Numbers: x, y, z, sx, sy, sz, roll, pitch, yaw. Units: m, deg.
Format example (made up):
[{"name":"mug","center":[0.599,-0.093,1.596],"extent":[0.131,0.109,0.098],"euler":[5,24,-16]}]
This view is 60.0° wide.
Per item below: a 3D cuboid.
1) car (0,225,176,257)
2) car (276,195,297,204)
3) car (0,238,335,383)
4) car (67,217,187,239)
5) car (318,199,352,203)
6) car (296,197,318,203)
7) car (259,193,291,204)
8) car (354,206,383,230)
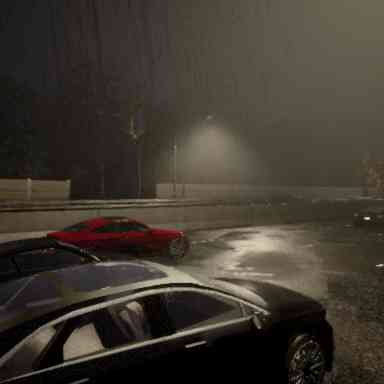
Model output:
[{"name":"car","center":[-2.644,1.563,6.155],"extent":[4.181,1.385,1.994],"euler":[0,0,-36]},{"name":"car","center":[13.778,1.497,43.892],"extent":[4.892,1.490,1.837],"euler":[1,0,-35]},{"name":"car","center":[-0.504,1.491,3.385],"extent":[4.902,1.511,2.128],"euler":[0,0,-36]},{"name":"car","center":[-2.266,1.523,10.729],"extent":[4.674,1.442,1.812],"euler":[0,0,-36]},{"name":"car","center":[16.643,1.514,37.347],"extent":[4.674,1.442,1.812],"euler":[0,0,-35]},{"name":"car","center":[15.729,1.538,40.988],"extent":[5.357,1.411,2.033],"euler":[0,0,-35]},{"name":"car","center":[11.895,1.216,46.844],"extent":[5.566,2.045,2.150],"euler":[1,0,-35]},{"name":"car","center":[12.040,1.549,20.934],"extent":[4.181,1.385,1.994],"euler":[0,0,-36]}]
